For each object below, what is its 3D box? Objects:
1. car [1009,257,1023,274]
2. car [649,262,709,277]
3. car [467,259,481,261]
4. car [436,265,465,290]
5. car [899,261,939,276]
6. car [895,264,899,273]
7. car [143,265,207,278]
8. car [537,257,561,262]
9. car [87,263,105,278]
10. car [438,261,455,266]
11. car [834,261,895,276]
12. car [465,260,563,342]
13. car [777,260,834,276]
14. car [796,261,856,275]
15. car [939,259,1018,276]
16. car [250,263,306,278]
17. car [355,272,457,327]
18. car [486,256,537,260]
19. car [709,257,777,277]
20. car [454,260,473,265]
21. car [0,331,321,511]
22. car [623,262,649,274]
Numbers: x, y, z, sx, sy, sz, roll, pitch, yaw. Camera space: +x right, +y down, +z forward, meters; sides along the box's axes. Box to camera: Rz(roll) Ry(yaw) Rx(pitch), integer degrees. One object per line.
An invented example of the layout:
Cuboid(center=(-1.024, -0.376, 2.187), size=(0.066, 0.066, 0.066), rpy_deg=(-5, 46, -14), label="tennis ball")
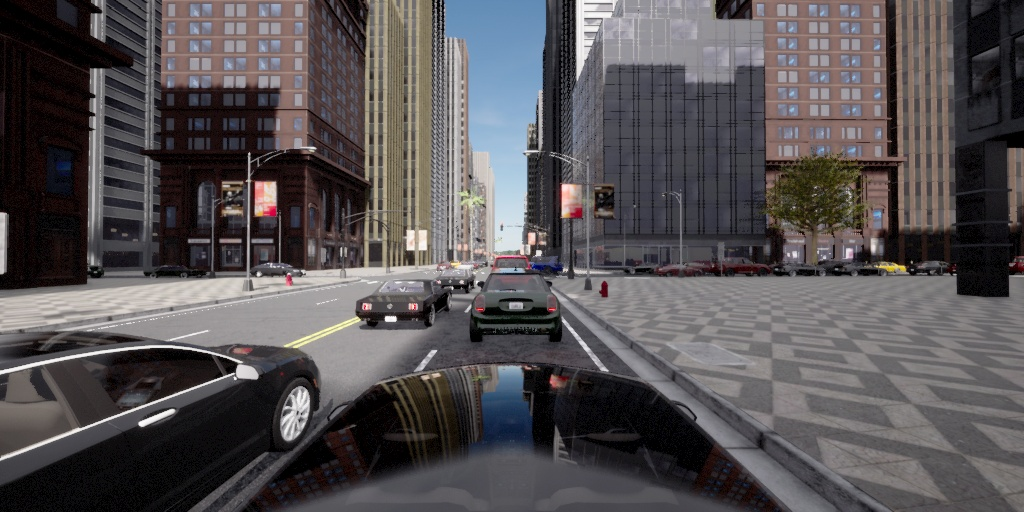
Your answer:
Cuboid(center=(49.081, 0.975, 33.550), size=(5.009, 1.841, 2.192), rpy_deg=(0, 0, -1), label="car")
Cuboid(center=(15.254, 1.328, 32.958), size=(4.207, 1.307, 1.802), rpy_deg=(0, 0, -1), label="car")
Cuboid(center=(-6.694, 1.635, 61.067), size=(1.895, 1.301, 4.718), rpy_deg=(0, 0, 0), label="car")
Cuboid(center=(-3.189, 1.388, 20.756), size=(1.895, 1.301, 4.718), rpy_deg=(0, 0, 0), label="car")
Cuboid(center=(42.522, 1.229, 36.067), size=(4.674, 1.442, 1.812), rpy_deg=(0, -1, -1), label="car")
Cuboid(center=(43.129, 1.297, 41.972), size=(4.829, 1.417, 1.751), rpy_deg=(0, 0, -1), label="car")
Cuboid(center=(-32.663, 1.573, 34.903), size=(4.718, 1.301, 1.895), rpy_deg=(0, -1, 0), label="car")
Cuboid(center=(2.998, 1.102, 40.438), size=(5.566, 2.045, 2.150), rpy_deg=(0, 0, 27), label="car")
Cuboid(center=(-43.300, 1.242, 34.899), size=(5.566, 2.045, 2.150), rpy_deg=(0, -1, 0), label="car")
Cuboid(center=(-9.942, 1.504, 53.158), size=(1.812, 1.442, 4.674), rpy_deg=(0, 0, -3), label="car")
Cuboid(center=(32.167, 1.261, 33.254), size=(4.313, 1.339, 1.948), rpy_deg=(0, 0, -1), label="car")
Cuboid(center=(0.081, 1.109, 9.940), size=(2.097, 1.767, 4.553), rpy_deg=(0, 0, 0), label="car")
Cuboid(center=(26.530, 1.277, 33.155), size=(4.313, 1.339, 1.948), rpy_deg=(0, 0, -1), label="car")
Cuboid(center=(34.120, 1.263, 39.052), size=(4.892, 1.490, 1.837), rpy_deg=(0, -1, -1), label="car")
Cuboid(center=(43.442, 1.215, 33.452), size=(4.507, 1.381, 1.888), rpy_deg=(0, 0, -1), label="car")
Cuboid(center=(-22.716, 1.419, 34.914), size=(4.902, 1.511, 2.128), rpy_deg=(0, -1, 0), label="car")
Cuboid(center=(-3.167, 1.361, 11.587), size=(1.895, 1.301, 4.718), rpy_deg=(0, 0, 0), label="car")
Cuboid(center=(-0.036, 1.004, 19.461), size=(2.150, 2.045, 5.566), rpy_deg=(0, 0, 0), label="car")
Cuboid(center=(20.893, 1.042, 33.057), size=(5.009, 1.841, 2.192), rpy_deg=(0, 0, -1), label="car")
Cuboid(center=(-6.696, 1.571, 51.904), size=(1.895, 1.301, 4.718), rpy_deg=(0, 0, 0), label="car")
Cuboid(center=(-3.151, 1.255, 2.267), size=(1.837, 1.490, 4.892), rpy_deg=(0, 0, 0), label="car")
Cuboid(center=(15.107, 1.413, 41.482), size=(4.313, 1.339, 1.948), rpy_deg=(0, 0, -1), label="car")
